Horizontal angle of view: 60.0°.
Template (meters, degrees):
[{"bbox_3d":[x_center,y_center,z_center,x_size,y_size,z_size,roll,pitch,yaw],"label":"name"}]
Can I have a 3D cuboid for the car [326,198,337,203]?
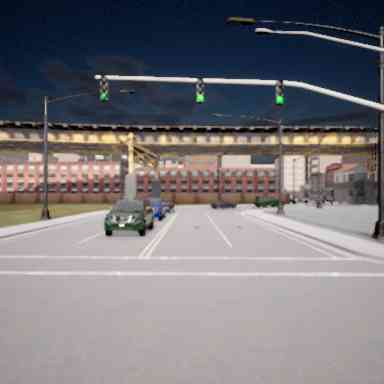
[{"bbox_3d":[32.318,1.968,76.955,1.853,1.218,4.536,0,-1,31],"label":"car"}]

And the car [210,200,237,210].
[{"bbox_3d":[5.032,1.987,52.250,2.033,1.411,5.357,0,-1,39],"label":"car"}]

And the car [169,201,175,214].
[{"bbox_3d":[-3.282,1.831,40.910,2.128,1.511,4.902,0,0,6],"label":"car"}]

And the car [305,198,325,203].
[{"bbox_3d":[29.226,1.979,79.119,1.853,1.218,4.536,0,0,-29],"label":"car"}]

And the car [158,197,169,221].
[{"bbox_3d":[-3.622,1.481,30.457,2.150,2.045,5.566,0,0,0],"label":"car"}]

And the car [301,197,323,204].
[{"bbox_3d":[29.251,2.136,79.072,2.038,1.542,4.974,0,0,-29],"label":"car"}]

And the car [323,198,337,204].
[{"bbox_3d":[32.291,2.125,76.909,2.038,1.542,4.974,0,-1,31],"label":"car"}]

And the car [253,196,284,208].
[{"bbox_3d":[13.445,1.723,58.539,5.566,2.045,2.150,0,0,-24],"label":"car"}]

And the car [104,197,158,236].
[{"bbox_3d":[-3.606,1.403,20.054,2.150,2.045,5.566,0,0,1],"label":"car"}]
